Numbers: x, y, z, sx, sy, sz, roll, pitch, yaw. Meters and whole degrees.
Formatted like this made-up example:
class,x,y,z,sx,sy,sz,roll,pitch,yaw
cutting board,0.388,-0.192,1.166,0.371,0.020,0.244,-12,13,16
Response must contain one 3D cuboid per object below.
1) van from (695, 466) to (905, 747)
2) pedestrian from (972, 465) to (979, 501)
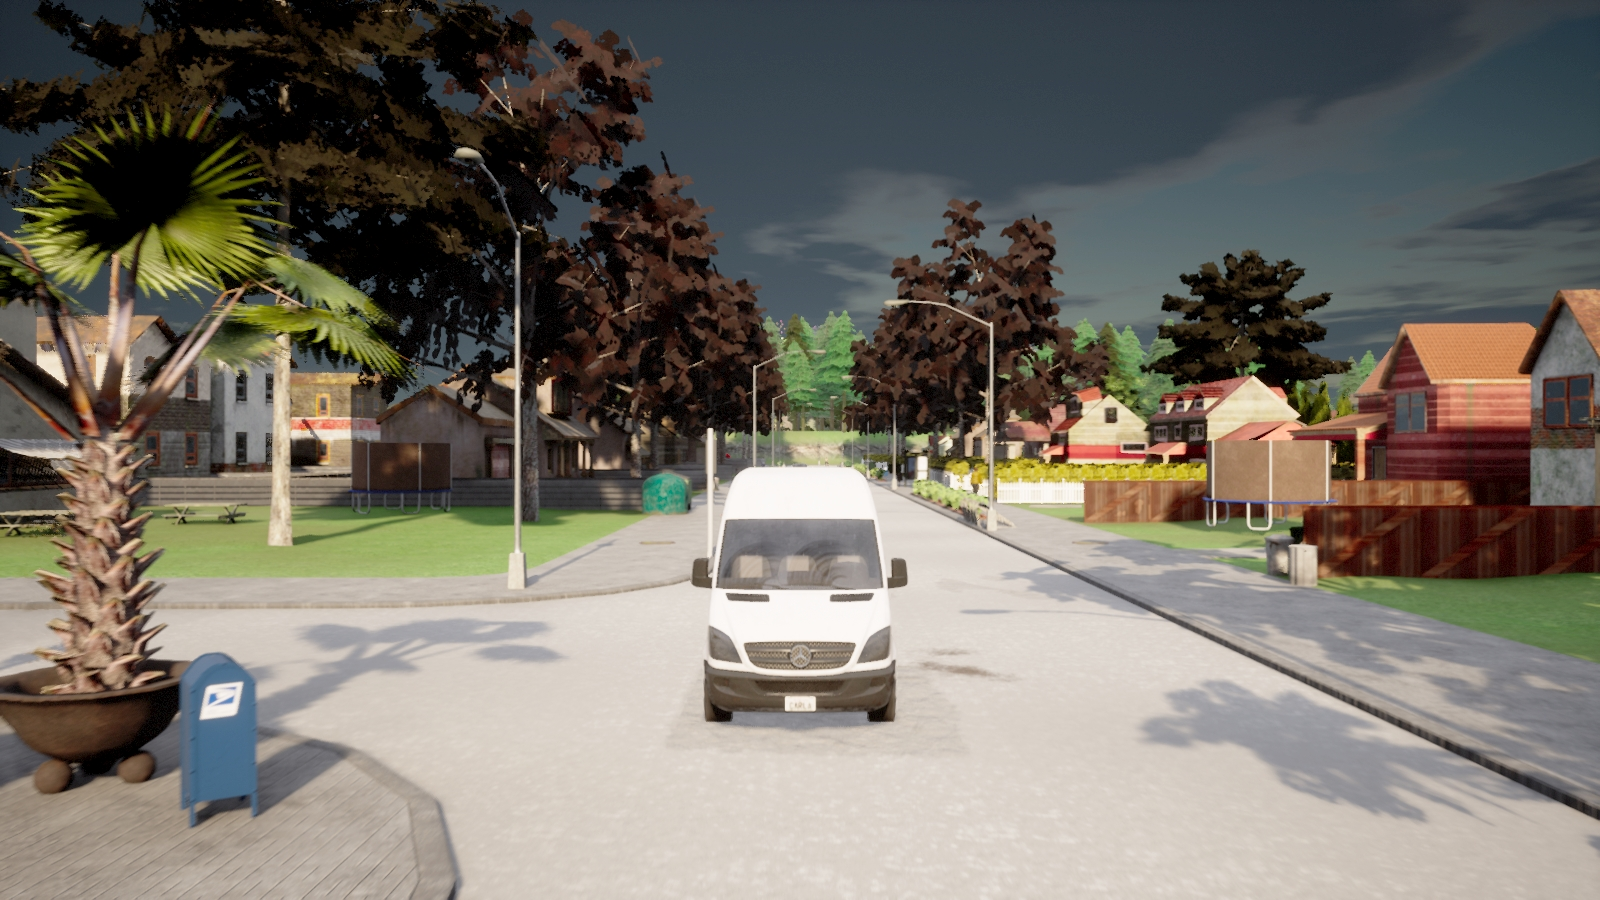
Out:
class,x,y,z,sx,sy,sz,roll,pitch,yaw
van,0.006,1.523,13.769,1.988,2.561,5.915,0,0,0
pedestrian,9.098,1.704,59.211,0.375,1.860,0.375,0,0,11
